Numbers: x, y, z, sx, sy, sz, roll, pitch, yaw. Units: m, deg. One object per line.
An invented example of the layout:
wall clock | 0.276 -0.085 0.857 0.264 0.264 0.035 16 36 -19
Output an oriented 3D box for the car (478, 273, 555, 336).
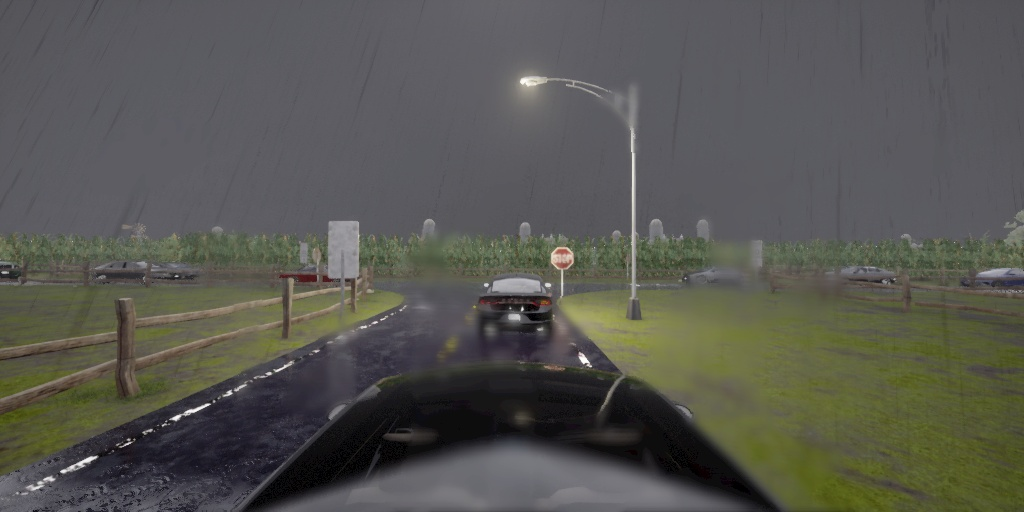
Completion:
car | 0.152 1.230 10.478 1.882 1.535 5.008 0 0 2

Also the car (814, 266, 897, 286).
car | 24.835 1.481 26.039 4.902 1.511 2.128 0 -1 0

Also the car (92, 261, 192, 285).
car | -24.339 1.076 23.454 4.892 1.490 1.837 0 -1 0

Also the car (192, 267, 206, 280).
car | -25.807 1.157 26.415 5.357 1.411 2.033 0 -1 0

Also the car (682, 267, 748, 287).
car | 14.719 1.470 26.116 4.181 1.385 1.994 0 -1 1

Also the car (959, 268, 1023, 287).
car | 35.515 1.607 25.948 4.674 1.442 1.812 1 -1 1

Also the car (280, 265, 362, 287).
car | -12.119 1.249 23.110 4.718 1.301 1.895 0 -1 4

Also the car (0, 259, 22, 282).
car | -35.965 0.717 23.550 5.566 2.045 2.150 0 -1 1
